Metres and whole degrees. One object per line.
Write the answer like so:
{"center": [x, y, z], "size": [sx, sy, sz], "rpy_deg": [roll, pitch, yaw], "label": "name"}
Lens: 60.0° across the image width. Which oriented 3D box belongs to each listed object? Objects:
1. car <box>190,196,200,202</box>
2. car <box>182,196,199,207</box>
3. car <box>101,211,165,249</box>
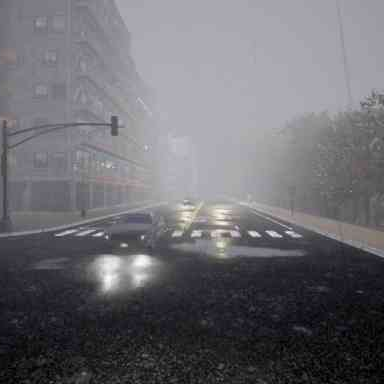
{"center": [0.733, 1.553, 74.325], "size": [2.033, 1.411, 5.357], "rpy_deg": [0, 0, 3], "label": "car"}
{"center": [-0.427, 1.565, 52.102], "size": [2.033, 1.411, 5.357], "rpy_deg": [0, 0, 3], "label": "car"}
{"center": [-2.368, 1.573, 14.901], "size": [2.033, 1.411, 5.357], "rpy_deg": [0, 0, 3], "label": "car"}
